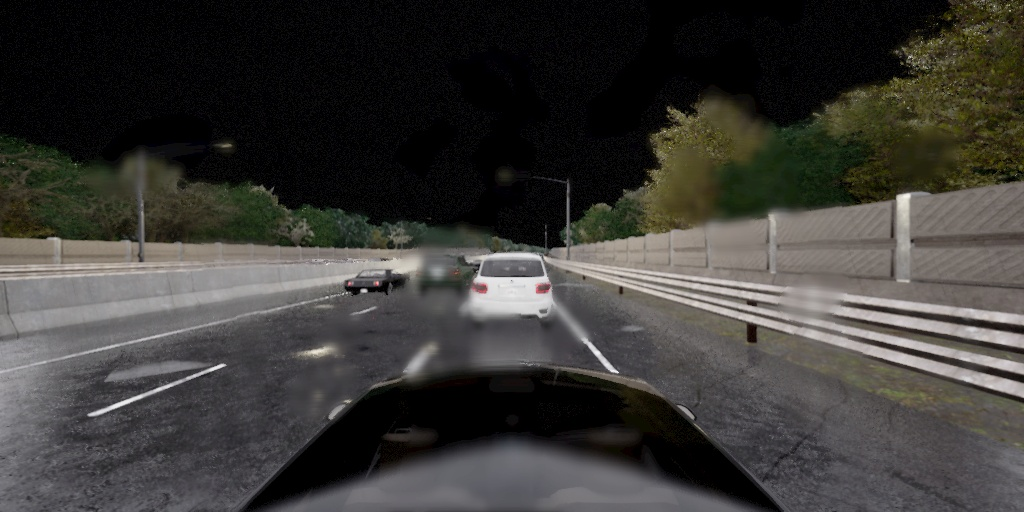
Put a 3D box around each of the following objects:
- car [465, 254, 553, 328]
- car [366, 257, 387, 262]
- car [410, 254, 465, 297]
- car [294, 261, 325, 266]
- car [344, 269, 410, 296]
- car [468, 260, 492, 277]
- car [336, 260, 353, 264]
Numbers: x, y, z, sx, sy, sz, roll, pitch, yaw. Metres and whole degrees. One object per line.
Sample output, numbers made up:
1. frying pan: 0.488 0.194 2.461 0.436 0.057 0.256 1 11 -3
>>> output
1. car: 0.059 0.952 11.393 2.150 2.045 5.566 0 0 1
2. car: -16.989 0.975 44.777 2.097 1.767 4.553 0 0 2
3. car: -3.347 0.930 18.895 2.150 2.045 5.566 0 0 1
4. car: -24.049 1.236 43.133 1.895 1.301 4.718 0 0 2
5. car: -6.848 1.313 18.903 1.895 1.301 4.718 0 0 1
6. car: -3.060 1.157 35.549 1.837 1.490 4.892 0 0 1
7. car: -20.505 1.192 44.314 1.994 1.385 4.181 0 0 2
